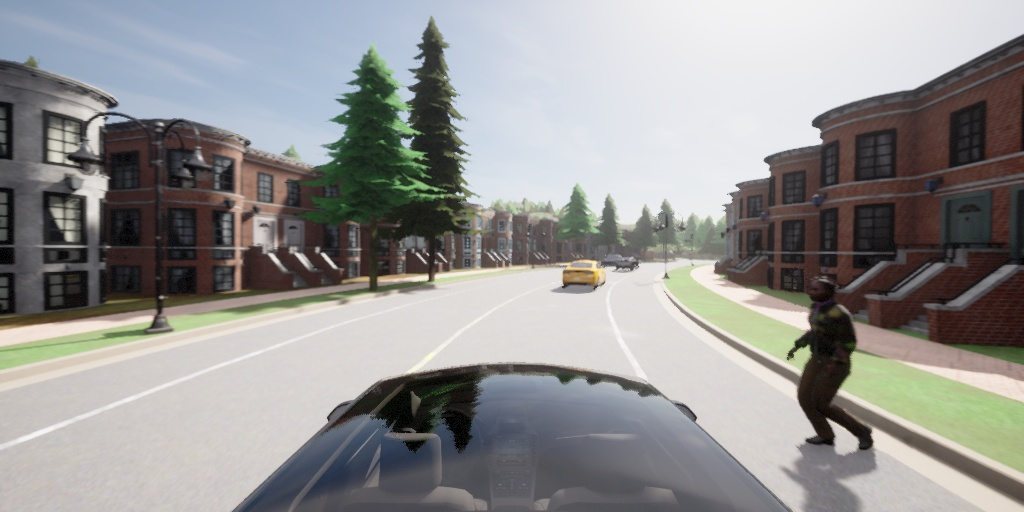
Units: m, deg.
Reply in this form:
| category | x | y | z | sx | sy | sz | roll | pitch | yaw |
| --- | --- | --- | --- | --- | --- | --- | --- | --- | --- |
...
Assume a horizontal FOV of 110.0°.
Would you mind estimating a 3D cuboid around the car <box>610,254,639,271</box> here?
| category | x | y | z | sx | sy | sz | roll | pitch | yaw |
| --- | --- | --- | --- | --- | --- | --- | --- | --- | --- |
| car | 12.765 | 0.833 | 39.542 | 2.128 | 1.511 | 4.902 | 1 | 1 | 29 |

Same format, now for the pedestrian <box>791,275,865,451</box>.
| category | x | y | z | sx | sy | sz | roll | pitch | yaw |
| --- | --- | --- | --- | --- | --- | --- | --- | --- | --- |
| pedestrian | 3.255 | 1.043 | 3.717 | 0.375 | 1.860 | 0.375 | 1 | 1 | 4 |

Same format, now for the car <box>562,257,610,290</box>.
| category | x | y | z | sx | sy | sz | roll | pitch | yaw |
| --- | --- | --- | --- | --- | --- | --- | --- | --- | --- |
| car | 4.252 | 1.004 | 20.773 | 1.882 | 1.535 | 5.008 | 1 | 1 | 21 |

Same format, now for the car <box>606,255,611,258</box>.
| category | x | y | z | sx | sy | sz | roll | pitch | yaw |
| --- | --- | --- | --- | --- | --- | --- | --- | --- | --- |
| car | 13.368 | 0.587 | 47.784 | 2.097 | 1.767 | 4.553 | 1 | 1 | 32 |
